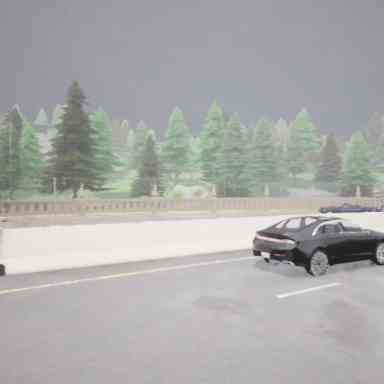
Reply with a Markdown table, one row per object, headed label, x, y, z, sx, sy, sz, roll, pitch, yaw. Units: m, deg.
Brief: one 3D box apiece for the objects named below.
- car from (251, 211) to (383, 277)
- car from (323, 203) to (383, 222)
| label | x | y | z | sx | sy | sz | roll | pitch | yaw |
| --- | --- | --- | --- | --- | --- | --- | --- | --- | --- |
| car | 4.072 | 1.480 | 10.136 | 4.902 | 1.511 | 2.128 | 0 | 0 | -30 |
| car | 12.865 | 1.581 | 26.084 | 4.718 | 1.301 | 1.895 | 0 | 0 | -21 |
